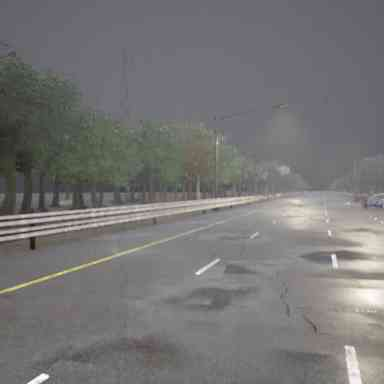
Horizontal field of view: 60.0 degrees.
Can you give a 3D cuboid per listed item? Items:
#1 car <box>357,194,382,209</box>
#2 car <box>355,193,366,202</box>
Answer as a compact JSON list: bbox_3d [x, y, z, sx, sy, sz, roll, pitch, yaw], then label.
[{"bbox_3d":[22.026,1.276,40.821,2.033,1.411,5.357,0,0,21],"label":"car"},{"bbox_3d":[31.466,0.948,61.608,2.097,1.767,4.553,0,0,31],"label":"car"}]
